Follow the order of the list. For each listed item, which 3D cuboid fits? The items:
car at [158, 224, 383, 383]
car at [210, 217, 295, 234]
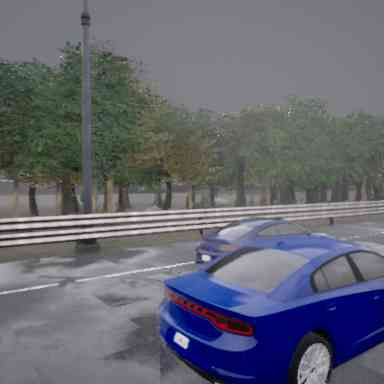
[{"bbox_3d":[1.906,1.433,5.055,5.008,1.535,1.882,-1,0,-35],"label":"car"},{"bbox_3d":[2.230,1.452,9.550,4.674,1.442,1.812,-1,1,-35],"label":"car"}]
